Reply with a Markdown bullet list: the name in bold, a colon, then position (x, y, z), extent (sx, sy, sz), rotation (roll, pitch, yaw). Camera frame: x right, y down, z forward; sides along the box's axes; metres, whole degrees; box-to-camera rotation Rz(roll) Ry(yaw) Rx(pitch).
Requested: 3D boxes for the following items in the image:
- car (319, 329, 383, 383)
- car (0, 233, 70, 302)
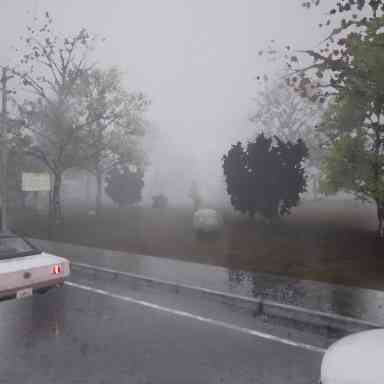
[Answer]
- **car**: position (3.132, 1.526, 1.773), extent (4.674, 1.442, 1.812), rotation (0, 0, 35)
- **car**: position (-4.933, 1.600, 7.513), extent (4.718, 1.301, 1.895), rotation (0, 0, 36)
